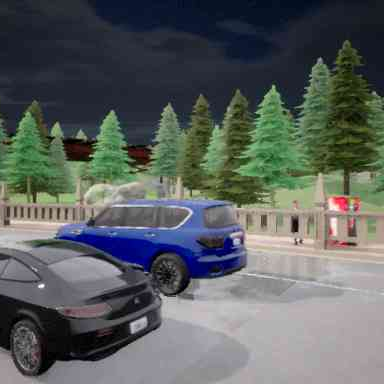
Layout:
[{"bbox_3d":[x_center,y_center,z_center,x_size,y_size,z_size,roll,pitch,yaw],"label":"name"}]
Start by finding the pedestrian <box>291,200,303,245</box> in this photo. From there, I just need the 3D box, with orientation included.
[{"bbox_3d":[4.071,1.141,13.002,0.375,1.860,0.375,0,0,33],"label":"pedestrian"}]

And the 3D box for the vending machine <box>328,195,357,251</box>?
[{"bbox_3d":[6.094,1.195,13.456,0.880,2.100,1.100,0,0,33],"label":"vending machine"}]

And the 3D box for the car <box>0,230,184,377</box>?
[{"bbox_3d":[-2.616,1.525,5.468,4.674,1.442,1.812,0,0,32],"label":"car"}]

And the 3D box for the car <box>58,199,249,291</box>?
[{"bbox_3d":[-1.282,1.218,8.836,5.566,2.045,2.150,0,0,31],"label":"car"}]
